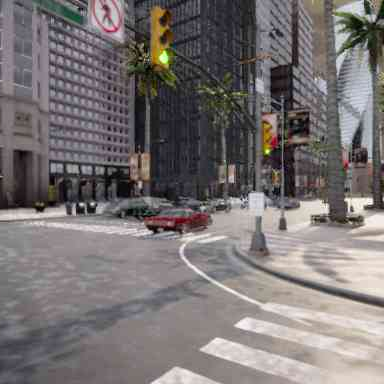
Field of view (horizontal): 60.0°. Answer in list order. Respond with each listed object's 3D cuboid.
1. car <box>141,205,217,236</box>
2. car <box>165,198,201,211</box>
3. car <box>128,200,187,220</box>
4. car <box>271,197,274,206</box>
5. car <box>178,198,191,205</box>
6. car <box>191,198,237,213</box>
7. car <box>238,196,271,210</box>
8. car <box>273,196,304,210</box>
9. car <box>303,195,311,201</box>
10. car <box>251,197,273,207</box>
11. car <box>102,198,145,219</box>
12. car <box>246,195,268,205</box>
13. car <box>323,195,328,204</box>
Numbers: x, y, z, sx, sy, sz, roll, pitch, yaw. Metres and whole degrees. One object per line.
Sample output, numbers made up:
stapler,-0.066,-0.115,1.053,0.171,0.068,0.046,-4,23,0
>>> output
car,-0.558,1.615,18.833,1.895,1.301,4.718,0,0,27
car,-1.027,1.545,41.891,2.161,1.482,4.786,0,0,35
car,-2.808,1.624,28.036,1.895,1.301,4.718,0,0,36
car,14.142,1.576,51.738,2.033,1.411,5.357,0,0,36
car,-0.328,1.575,37.549,2.033,1.411,5.357,0,0,36
car,2.456,1.516,35.420,2.128,1.511,4.902,0,0,36
car,8.177,1.552,43.428,1.812,1.442,4.674,0,0,36
car,12.647,1.587,43.315,1.994,1.385,4.181,0,0,36
car,28.560,1.523,83.806,2.231,1.521,4.892,0,0,35
car,11.354,1.558,53.859,1.812,1.442,4.674,0,0,36
car,-5.823,1.378,29.838,2.097,1.767,4.553,0,0,36
car,11.761,1.390,59.709,2.185,1.767,4.553,0,0,35
car,26.096,1.385,62.448,2.097,1.767,4.553,0,0,35
